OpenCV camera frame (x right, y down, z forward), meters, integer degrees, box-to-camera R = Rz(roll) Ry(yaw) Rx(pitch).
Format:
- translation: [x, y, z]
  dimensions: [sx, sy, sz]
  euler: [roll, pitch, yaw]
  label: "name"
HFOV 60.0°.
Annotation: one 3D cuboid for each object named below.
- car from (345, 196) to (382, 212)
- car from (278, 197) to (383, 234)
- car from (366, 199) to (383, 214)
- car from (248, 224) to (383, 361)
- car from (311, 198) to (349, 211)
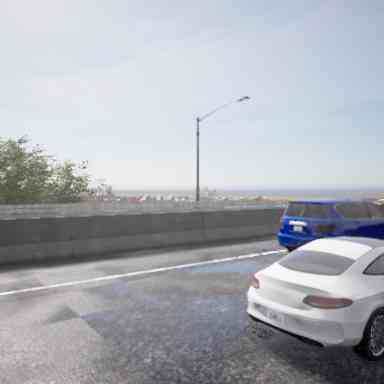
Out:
- translation: [20.866, 1.411, 40.341]
  dimensions: [4.553, 1.767, 2.097]
  euler: [0, 0, -35]
  label: "car"
- translation: [5.500, 1.241, 11.965]
  dimensions: [5.566, 2.045, 2.150]
  euler: [0, 0, -35]
  label: "car"
- translation: [21.232, 1.536, 36.309]
  dimensions: [5.008, 1.535, 1.882]
  euler: [0, 0, -35]
  label: "car"
- translation: [3.019, 1.536, 5.898]
  dimensions: [4.674, 1.442, 1.812]
  euler: [0, 0, -35]
  label: "car"
- translation: [17.564, 1.550, 42.285]
  dimensions: [4.902, 1.511, 2.128]
  euler: [0, 0, -35]
  label: "car"
